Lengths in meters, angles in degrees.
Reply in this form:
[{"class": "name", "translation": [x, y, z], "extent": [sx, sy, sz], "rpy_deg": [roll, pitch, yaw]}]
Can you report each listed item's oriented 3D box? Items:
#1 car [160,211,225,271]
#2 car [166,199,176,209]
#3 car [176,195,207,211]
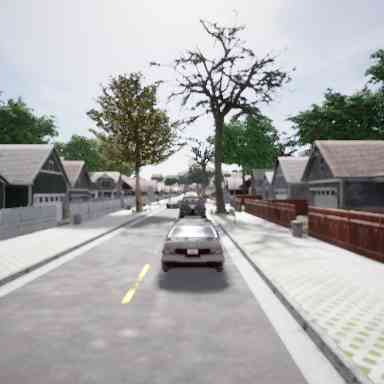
[{"class": "car", "translation": [0.041, 1.579, 11.024], "extent": [2.033, 1.411, 5.357], "rpy_deg": [0, 0, 1]}, {"class": "car", "translation": [-2.796, 1.689, 48.802], "extent": [2.033, 1.411, 5.357], "rpy_deg": [0, 0, 0]}, {"class": "car", "translation": [0.063, 1.308, 28.686], "extent": [2.150, 2.045, 5.566], "rpy_deg": [0, 0, 0]}]
